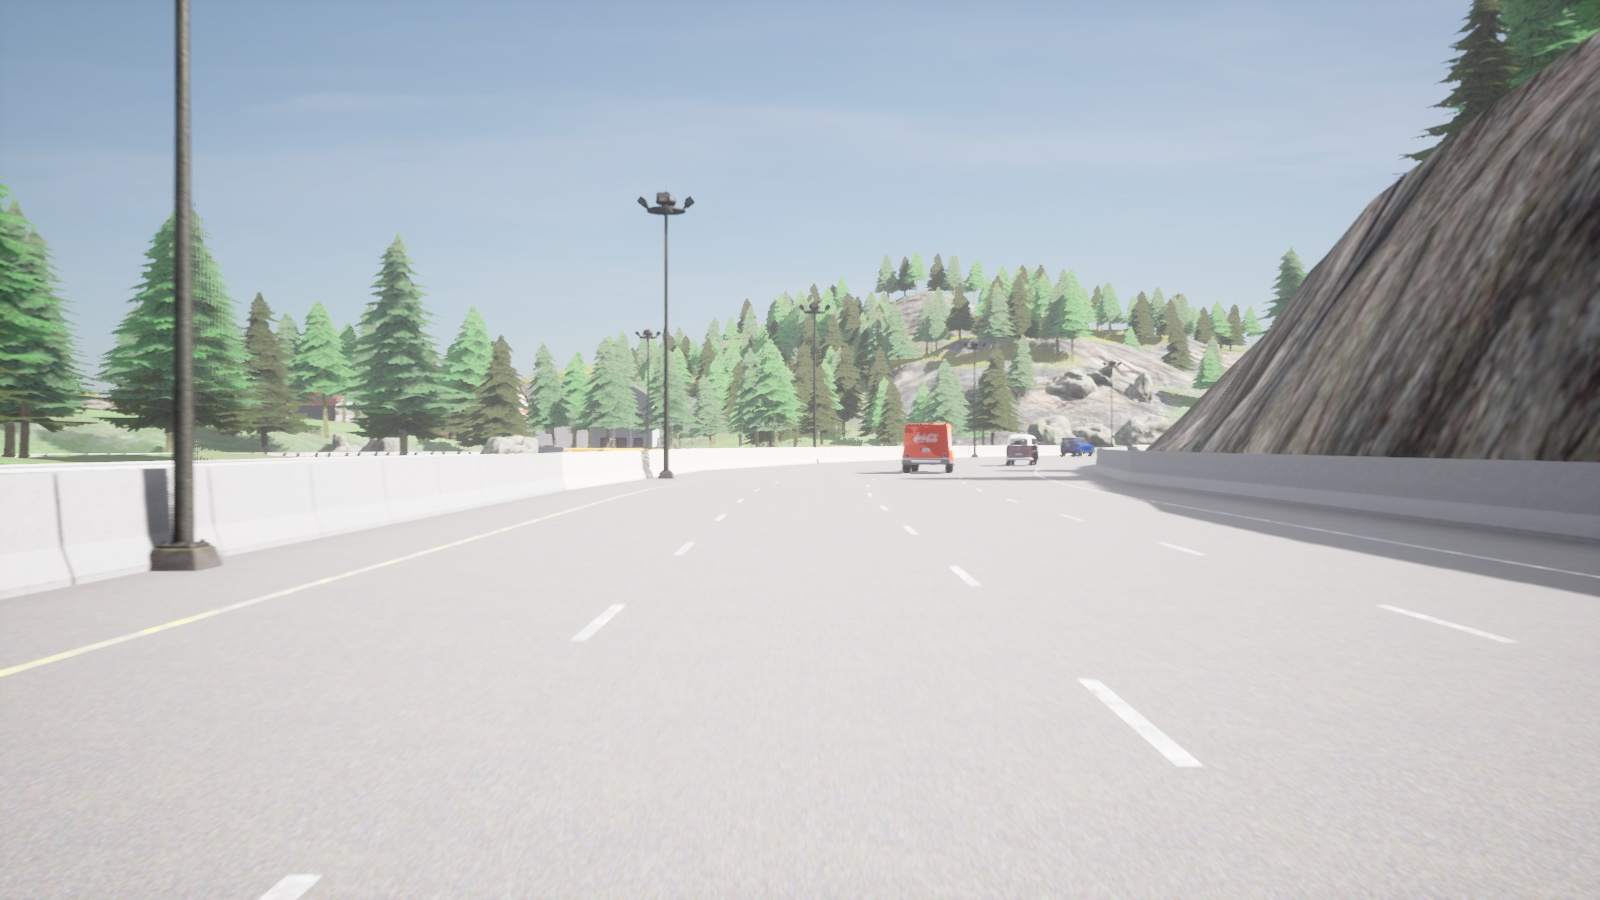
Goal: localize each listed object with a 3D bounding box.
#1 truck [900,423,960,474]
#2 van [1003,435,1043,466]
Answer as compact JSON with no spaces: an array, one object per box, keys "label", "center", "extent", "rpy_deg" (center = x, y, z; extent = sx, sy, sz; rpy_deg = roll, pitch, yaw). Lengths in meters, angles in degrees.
[{"label":"truck","center":[6.671,-0.091,64.055],"extent":[2.627,2.467,5.204],"rpy_deg":[0,0,10]},{"label":"van","center":[14.712,0.021,82.770],"extent":[2.069,2.038,4.480],"rpy_deg":[0,0,17]}]
